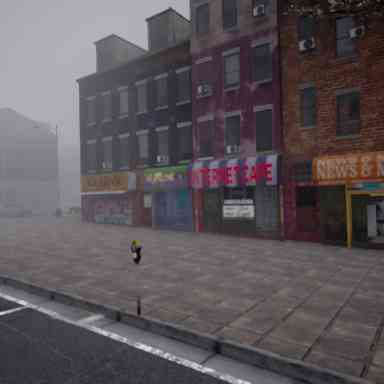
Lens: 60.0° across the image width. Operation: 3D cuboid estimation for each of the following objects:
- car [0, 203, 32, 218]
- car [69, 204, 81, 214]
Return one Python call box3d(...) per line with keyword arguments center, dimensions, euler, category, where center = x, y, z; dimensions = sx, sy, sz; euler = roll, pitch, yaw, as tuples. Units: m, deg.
box3d(center=(-16.207, 1.620, 28.923), dimensions=(1.994, 1.385, 4.181), euler=(-2, -1, 36), category="car")
box3d(center=(-10.755, 1.598, 36.514), dimensions=(2.033, 1.411, 5.357), euler=(-2, -1, 35), category="car")
